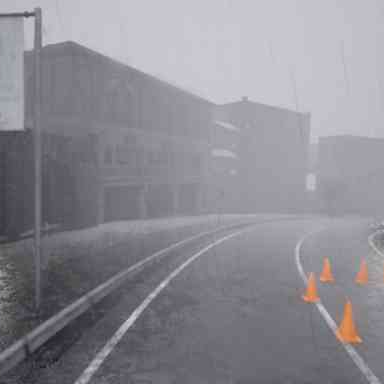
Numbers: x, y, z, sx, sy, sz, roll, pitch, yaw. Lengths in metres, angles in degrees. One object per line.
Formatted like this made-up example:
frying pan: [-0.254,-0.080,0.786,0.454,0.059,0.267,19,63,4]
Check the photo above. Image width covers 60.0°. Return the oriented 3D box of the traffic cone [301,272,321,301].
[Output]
traffic cone: [2.678,2.093,7.444,0.340,0.580,0.340,3,0,3]

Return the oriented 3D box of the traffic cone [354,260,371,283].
traffic cone: [4.788,2.208,9.314,0.340,0.580,0.340,3,-1,4]
